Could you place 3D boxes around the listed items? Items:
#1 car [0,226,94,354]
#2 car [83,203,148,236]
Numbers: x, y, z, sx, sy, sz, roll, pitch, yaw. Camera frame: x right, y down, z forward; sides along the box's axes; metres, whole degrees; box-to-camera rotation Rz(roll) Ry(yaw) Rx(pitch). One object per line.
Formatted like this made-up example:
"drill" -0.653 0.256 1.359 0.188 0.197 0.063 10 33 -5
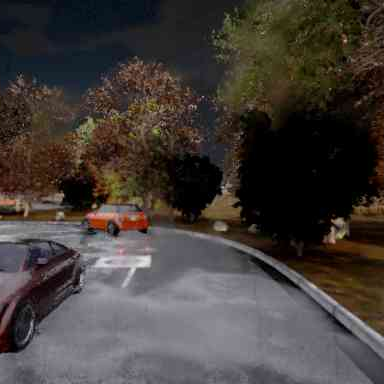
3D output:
"car" -3.401 1.571 5.996 1.994 1.385 4.181 0 0 -1
"car" -4.484 1.439 19.134 2.097 1.767 4.553 1 -1 -42
